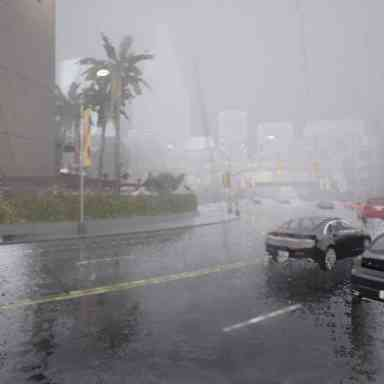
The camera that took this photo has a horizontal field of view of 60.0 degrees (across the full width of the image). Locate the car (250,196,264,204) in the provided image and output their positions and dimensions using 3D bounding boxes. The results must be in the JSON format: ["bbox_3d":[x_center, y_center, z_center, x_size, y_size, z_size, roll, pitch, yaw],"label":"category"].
[{"bbox_3d":[15.668,2.166,79.901,2.097,1.535,5.008,0,-1,10],"label":"car"}]

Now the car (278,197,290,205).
[{"bbox_3d":[21.761,2.128,77.686,1.882,1.535,5.008,0,-1,11],"label":"car"}]

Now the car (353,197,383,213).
[{"bbox_3d":[15.150,1.436,27.717,2.150,2.045,5.566,0,-1,21],"label":"car"}]

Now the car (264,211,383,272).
[{"bbox_3d":[4.410,1.585,11.261,4.902,1.511,2.128,0,-1,-43],"label":"car"}]

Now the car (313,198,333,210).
[{"bbox_3d":[20.333,1.977,51.145,1.994,1.385,4.181,0,-1,11],"label":"car"}]

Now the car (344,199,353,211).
[{"bbox_3d":[23.096,1.721,47.043,2.097,1.767,4.553,0,-1,11],"label":"car"}]

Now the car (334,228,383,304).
[{"bbox_3d":[5.275,1.562,7.382,4.892,1.490,1.837,0,0,-41],"label":"car"}]

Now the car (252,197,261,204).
[{"bbox_3d":[16.738,2.095,86.239,2.185,1.767,4.553,0,-1,10],"label":"car"}]

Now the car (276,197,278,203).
[{"bbox_3d":[23.646,2.259,87.541,1.812,1.442,4.674,0,-1,11],"label":"car"}]
